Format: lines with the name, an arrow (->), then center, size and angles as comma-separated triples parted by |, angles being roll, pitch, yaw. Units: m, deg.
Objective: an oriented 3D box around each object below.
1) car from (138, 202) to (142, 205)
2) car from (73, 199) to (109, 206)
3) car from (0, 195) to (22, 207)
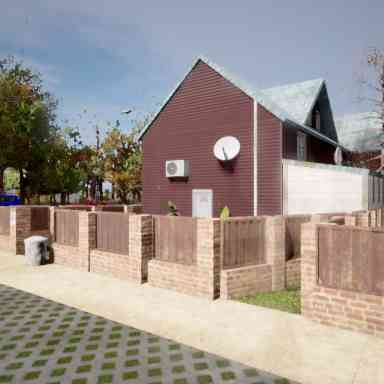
car -> -5.141, 1.615, 44.196 | 2.128, 1.511, 4.902 | 0, 0, 36
car -> -11.177, 1.569, 35.764 | 1.882, 1.535, 5.008 | 0, 0, 35
car -> -17.062, 1.279, 27.528 | 2.150, 2.045, 5.566 | 0, 0, 36
